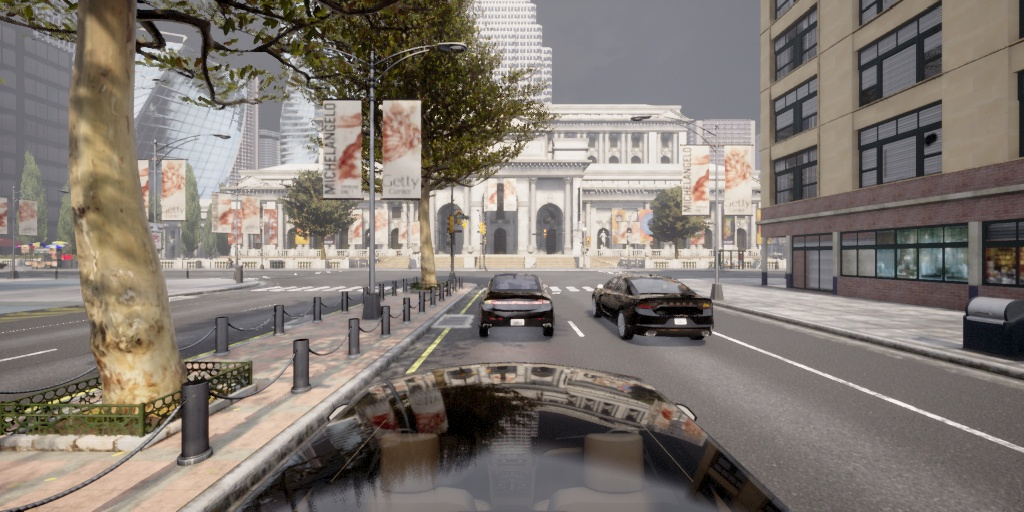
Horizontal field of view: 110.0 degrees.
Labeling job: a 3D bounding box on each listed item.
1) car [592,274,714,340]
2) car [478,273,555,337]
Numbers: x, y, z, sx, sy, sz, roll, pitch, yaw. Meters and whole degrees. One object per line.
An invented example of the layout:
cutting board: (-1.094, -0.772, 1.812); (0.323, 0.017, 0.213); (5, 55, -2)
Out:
car: (3.564, 1.228, 10.019); (1.882, 1.535, 5.008); (0, 0, 0)
car: (0.080, 1.241, 10.286); (2.128, 1.511, 4.902); (0, 0, -1)
